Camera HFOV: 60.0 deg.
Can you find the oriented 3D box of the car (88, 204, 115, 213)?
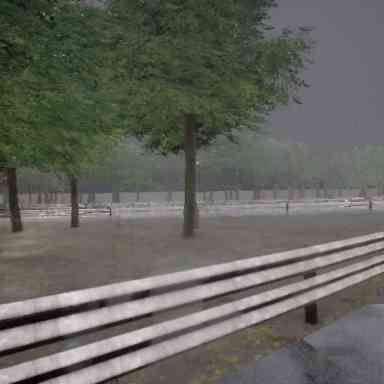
[{"bbox_3d":[-11.036,2.310,42.563,4.892,1.490,1.837,-1,0,-5],"label":"car"}]
